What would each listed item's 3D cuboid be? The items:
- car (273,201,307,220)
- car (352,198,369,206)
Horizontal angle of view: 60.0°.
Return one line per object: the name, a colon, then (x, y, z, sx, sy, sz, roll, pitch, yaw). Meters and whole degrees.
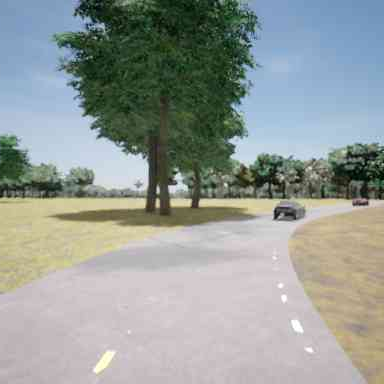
car: (8.353, 1.535, 28.184, 1.837, 1.490, 4.892, 0, -1, 31)
car: (27.265, 1.645, 53.742, 1.895, 1.301, 4.718, 0, 0, 37)
